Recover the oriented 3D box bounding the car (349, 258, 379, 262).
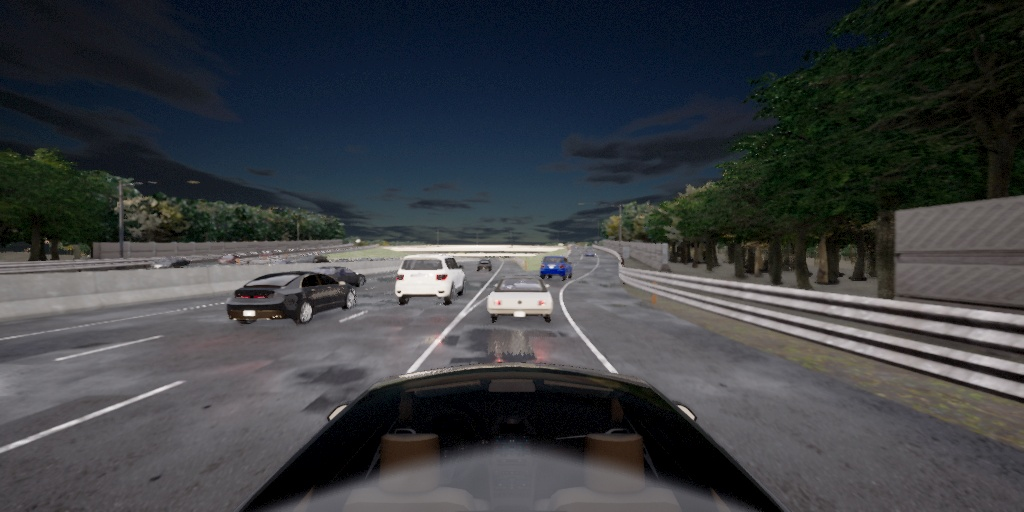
[{"bbox_3d":[-24.712,1.188,59.906,2.128,1.511,4.902,0,0,0],"label":"car"}]

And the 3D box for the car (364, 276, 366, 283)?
[{"bbox_3d":[-10.407,1.301,20.925,2.033,1.411,5.357,0,0,0],"label":"car"}]

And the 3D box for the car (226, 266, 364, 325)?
[{"bbox_3d":[-6.898,1.256,11.835,1.837,1.490,4.892,0,0,0],"label":"car"}]

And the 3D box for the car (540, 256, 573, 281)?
[{"bbox_3d":[3.934,1.055,31.310,2.150,2.045,5.566,0,-1,17],"label":"car"}]

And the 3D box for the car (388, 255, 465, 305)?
[{"bbox_3d":[-3.499,0.977,16.235,2.150,2.045,5.566,0,0,0],"label":"car"}]

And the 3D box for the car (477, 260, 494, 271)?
[{"bbox_3d":[-3.599,1.264,48.097,1.837,1.490,4.892,0,0,0],"label":"car"}]

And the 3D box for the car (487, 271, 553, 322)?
[{"bbox_3d":[0.347,1.353,12.332,1.895,1.301,4.718,0,0,3],"label":"car"}]

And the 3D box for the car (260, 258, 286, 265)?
[{"bbox_3d":[-28.154,1.303,44.037,2.033,1.411,5.357,0,0,0],"label":"car"}]

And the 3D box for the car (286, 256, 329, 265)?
[{"bbox_3d":[-24.656,0.978,43.999,2.150,2.045,5.566,0,0,0],"label":"car"}]

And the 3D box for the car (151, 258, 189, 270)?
[{"bbox_3d":[-39.651,0.974,41.661,2.128,1.511,4.902,0,1,-19],"label":"car"}]
